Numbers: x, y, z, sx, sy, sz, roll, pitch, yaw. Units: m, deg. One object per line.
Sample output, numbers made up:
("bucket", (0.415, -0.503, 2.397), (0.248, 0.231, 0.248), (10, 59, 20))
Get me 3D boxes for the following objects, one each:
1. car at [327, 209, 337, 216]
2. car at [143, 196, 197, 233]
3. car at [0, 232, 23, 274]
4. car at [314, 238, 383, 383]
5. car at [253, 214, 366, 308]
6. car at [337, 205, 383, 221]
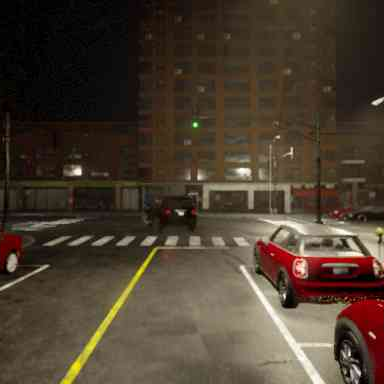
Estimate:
("car", (14.722, 1.862, 30.586), (4.181, 1.385, 1.994), (0, -1, 0))
("car", (-1.414, 1.248, 20.116), (2.150, 2.045, 5.566), (1, -1, -18))
("car", (-5.834, 1.580, 7.973), (1.887, 1.381, 4.507), (1, 0, 0))
("car", (2.681, 1.451, 2.473), (1.967, 1.590, 4.097), (1, 0, 0))
("car", (2.692, 1.473, 7.956), (1.967, 1.590, 4.097), (1, 0, 0))
("car", (15.242, 1.804, 27.321), (5.357, 1.411, 2.033), (0, -1, 2))
